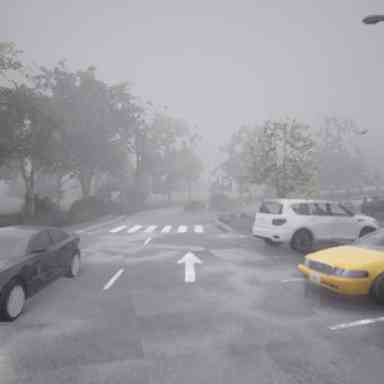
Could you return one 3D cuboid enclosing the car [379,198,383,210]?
[{"bbox_3d":[29.654,1.686,47.655,2.185,1.767,4.553,1,-1,-22],"label":"car"}]

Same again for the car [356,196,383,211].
[{"bbox_3d":[26.659,1.561,47.503,2.435,2.045,5.566,1,-1,-22],"label":"car"}]

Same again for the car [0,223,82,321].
[{"bbox_3d":[-4.093,1.540,7.595,1.882,1.535,5.008,0,0,0],"label":"car"}]

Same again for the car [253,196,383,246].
[{"bbox_3d":[5.282,1.331,14.157,5.566,2.045,2.435,1,-1,-21],"label":"car"}]

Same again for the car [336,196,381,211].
[{"bbox_3d":[23.599,1.564,47.441,2.435,2.045,5.566,0,-1,-22],"label":"car"}]

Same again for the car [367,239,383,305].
[{"bbox_3d":[5.349,1.556,5.120,4.674,1.452,2.002,1,0,-21],"label":"car"}]

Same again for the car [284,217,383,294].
[{"bbox_3d":[5.143,1.532,8.061,5.366,1.575,1.946,1,0,-21],"label":"car"}]

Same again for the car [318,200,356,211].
[{"bbox_3d":[20.577,1.847,47.332,2.163,1.488,4.792,0,-1,-22],"label":"car"}]
